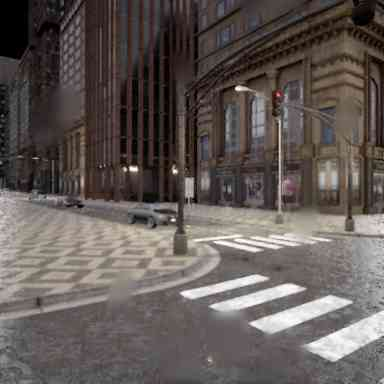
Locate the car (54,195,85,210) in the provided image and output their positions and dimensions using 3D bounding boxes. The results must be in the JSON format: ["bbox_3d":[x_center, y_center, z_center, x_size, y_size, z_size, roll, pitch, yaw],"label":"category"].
[{"bbox_3d":[-12.897,1.035,34.702,2.033,1.411,5.357,0,1,-36],"label":"car"}]

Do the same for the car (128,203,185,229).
[{"bbox_3d":[-2.175,1.331,19.823,1.994,1.385,4.181,0,1,-36],"label":"car"}]

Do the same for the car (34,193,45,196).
[{"bbox_3d":[-22.255,0.429,47.848,2.128,1.511,4.902,0,1,-36],"label":"car"}]
